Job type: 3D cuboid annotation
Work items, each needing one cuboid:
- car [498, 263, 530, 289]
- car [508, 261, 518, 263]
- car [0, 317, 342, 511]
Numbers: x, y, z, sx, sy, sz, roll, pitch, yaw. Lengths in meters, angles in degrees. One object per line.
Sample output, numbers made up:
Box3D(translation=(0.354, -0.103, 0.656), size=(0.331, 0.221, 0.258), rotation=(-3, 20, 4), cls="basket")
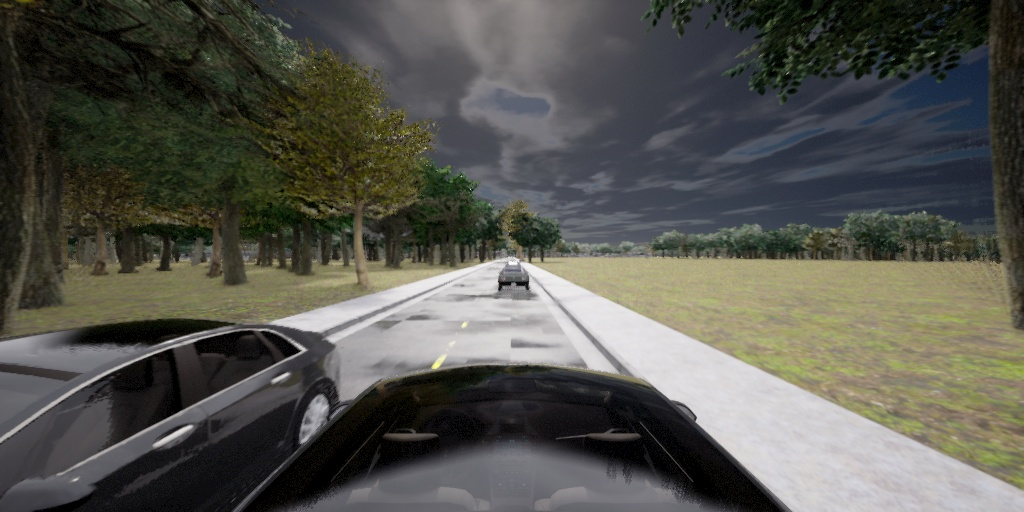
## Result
Box3D(translation=(0.106, 1.352, 22.875), size=(1.895, 1.301, 4.718), rotation=(0, 0, 0), cls="car")
Box3D(translation=(0.112, 1.318, 43.337), size=(1.994, 1.385, 4.181), rotation=(0, 0, 0), cls="car")
Box3D(translation=(-2.823, 1.257, 2.123), size=(1.837, 1.490, 4.892), rotation=(0, -1, 0), cls="car")
